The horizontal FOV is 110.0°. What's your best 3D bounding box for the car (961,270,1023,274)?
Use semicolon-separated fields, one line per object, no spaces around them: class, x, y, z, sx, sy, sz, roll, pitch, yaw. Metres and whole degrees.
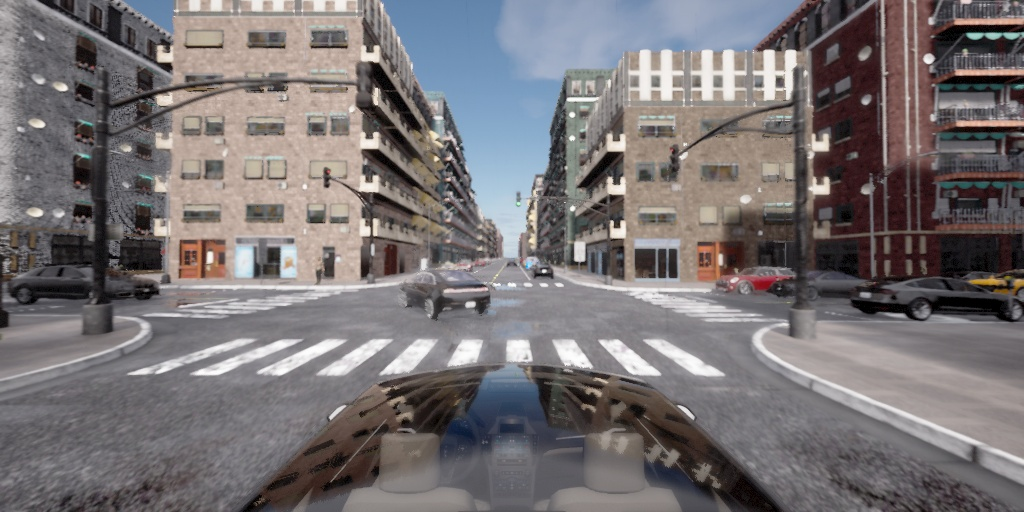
car;25.003;1.387;17.258;5.008;1.535;1.882;0;-1;1

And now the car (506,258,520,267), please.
car;-0.013;1.201;62.565;1.812;1.442;4.674;0;0;0

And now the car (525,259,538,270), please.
car;2.674;1.255;37.435;2.007;1.370;4.403;0;0;0

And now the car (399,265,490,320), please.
car;-2.535;1.227;12.683;2.128;1.511;4.902;0;0;-33

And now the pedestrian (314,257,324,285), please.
pedestrian;-12.550;0.928;23.225;0.375;1.860;0.375;0;-1;1

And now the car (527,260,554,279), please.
car;2.677;1.277;31.793;1.948;1.339;4.313;0;0;0

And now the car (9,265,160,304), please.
car;-17.141;1.123;14.509;4.892;1.490;1.837;0;-1;1

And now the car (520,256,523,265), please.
car;2.663;1.203;60.175;1.751;1.417;4.829;0;0;0

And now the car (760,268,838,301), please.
car;14.946;1.415;17.373;4.181;1.385;1.994;0;-1;1

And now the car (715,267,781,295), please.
car;13.628;1.326;19.964;4.097;1.591;1.967;0;0;1

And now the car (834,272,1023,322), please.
car;13.529;1.315;11.586;4.313;1.339;1.948;0;0;1

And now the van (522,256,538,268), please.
van;2.668;1.032;48.720;1.690;1.789;3.998;0;0;0

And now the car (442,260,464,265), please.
car;-5.704;1.236;31.618;1.751;1.417;4.829;0;0;0

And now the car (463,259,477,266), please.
car;-5.710;1.137;43.074;1.967;1.591;4.097;0;0;0
